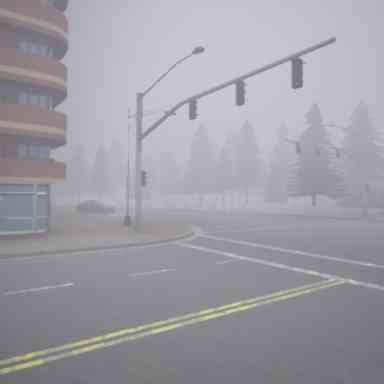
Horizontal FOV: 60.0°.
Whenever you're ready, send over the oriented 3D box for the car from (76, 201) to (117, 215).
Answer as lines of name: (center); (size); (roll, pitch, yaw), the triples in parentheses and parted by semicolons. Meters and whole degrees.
car: (-10.225, 1.669, 35.456); (4.674, 1.442, 1.812); (1, 0, 26)
